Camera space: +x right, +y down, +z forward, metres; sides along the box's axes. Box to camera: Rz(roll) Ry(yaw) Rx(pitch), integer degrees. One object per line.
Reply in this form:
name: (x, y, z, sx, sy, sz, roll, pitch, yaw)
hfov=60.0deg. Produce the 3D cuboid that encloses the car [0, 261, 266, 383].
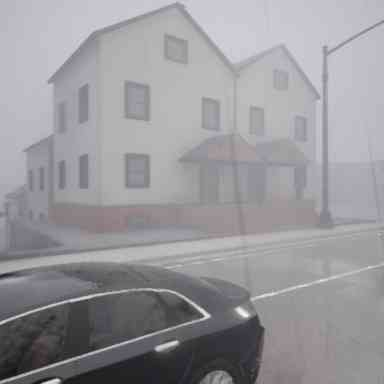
car: (-1.459, 1.506, 2.945, 4.892, 1.490, 1.837, 0, 0, -35)
